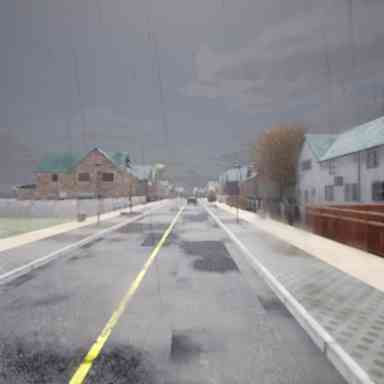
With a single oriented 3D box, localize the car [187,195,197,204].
[{"bbox_3d":[0.018,1.597,64.753,1.882,1.535,5.008,0,0,0],"label":"car"}]
